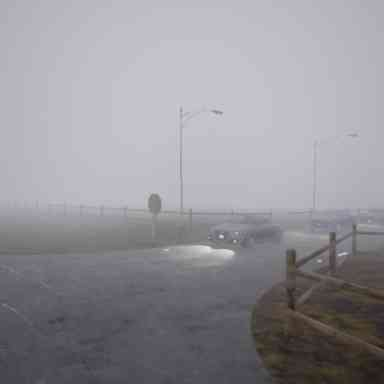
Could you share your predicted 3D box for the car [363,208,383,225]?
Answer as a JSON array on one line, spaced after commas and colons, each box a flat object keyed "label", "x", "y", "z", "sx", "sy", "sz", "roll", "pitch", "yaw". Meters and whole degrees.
[{"label": "car", "x": 17.642, "y": 2.247, "z": 31.429, "sx": 2.033, "sy": 1.411, "sz": 5.357, "roll": 1, "pitch": -1, "yaw": 45}]

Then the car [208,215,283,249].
[{"label": "car", "x": 2.689, "y": 1.834, "z": 16.146, "sx": 1.994, "sy": 1.385, "sz": 4.181, "roll": 1, "pitch": 0, "yaw": 44}]

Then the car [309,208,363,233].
[{"label": "car", "x": 10.180, "y": 1.951, "z": 23.824, "sx": 1.882, "sy": 1.535, "sz": 5.008, "roll": 1, "pitch": -1, "yaw": 44}]
